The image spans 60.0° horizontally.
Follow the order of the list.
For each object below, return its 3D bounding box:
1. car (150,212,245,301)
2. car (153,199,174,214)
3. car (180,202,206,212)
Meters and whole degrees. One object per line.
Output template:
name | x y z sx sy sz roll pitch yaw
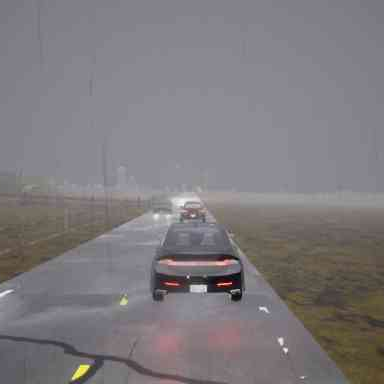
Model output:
car | 0.094 1.485 8.287 2.128 1.511 4.902 0 0 0
car | -2.890 1.437 34.343 2.033 1.411 5.357 0 0 0
car | 0.068 1.464 25.274 1.812 1.442 4.674 0 0 0
